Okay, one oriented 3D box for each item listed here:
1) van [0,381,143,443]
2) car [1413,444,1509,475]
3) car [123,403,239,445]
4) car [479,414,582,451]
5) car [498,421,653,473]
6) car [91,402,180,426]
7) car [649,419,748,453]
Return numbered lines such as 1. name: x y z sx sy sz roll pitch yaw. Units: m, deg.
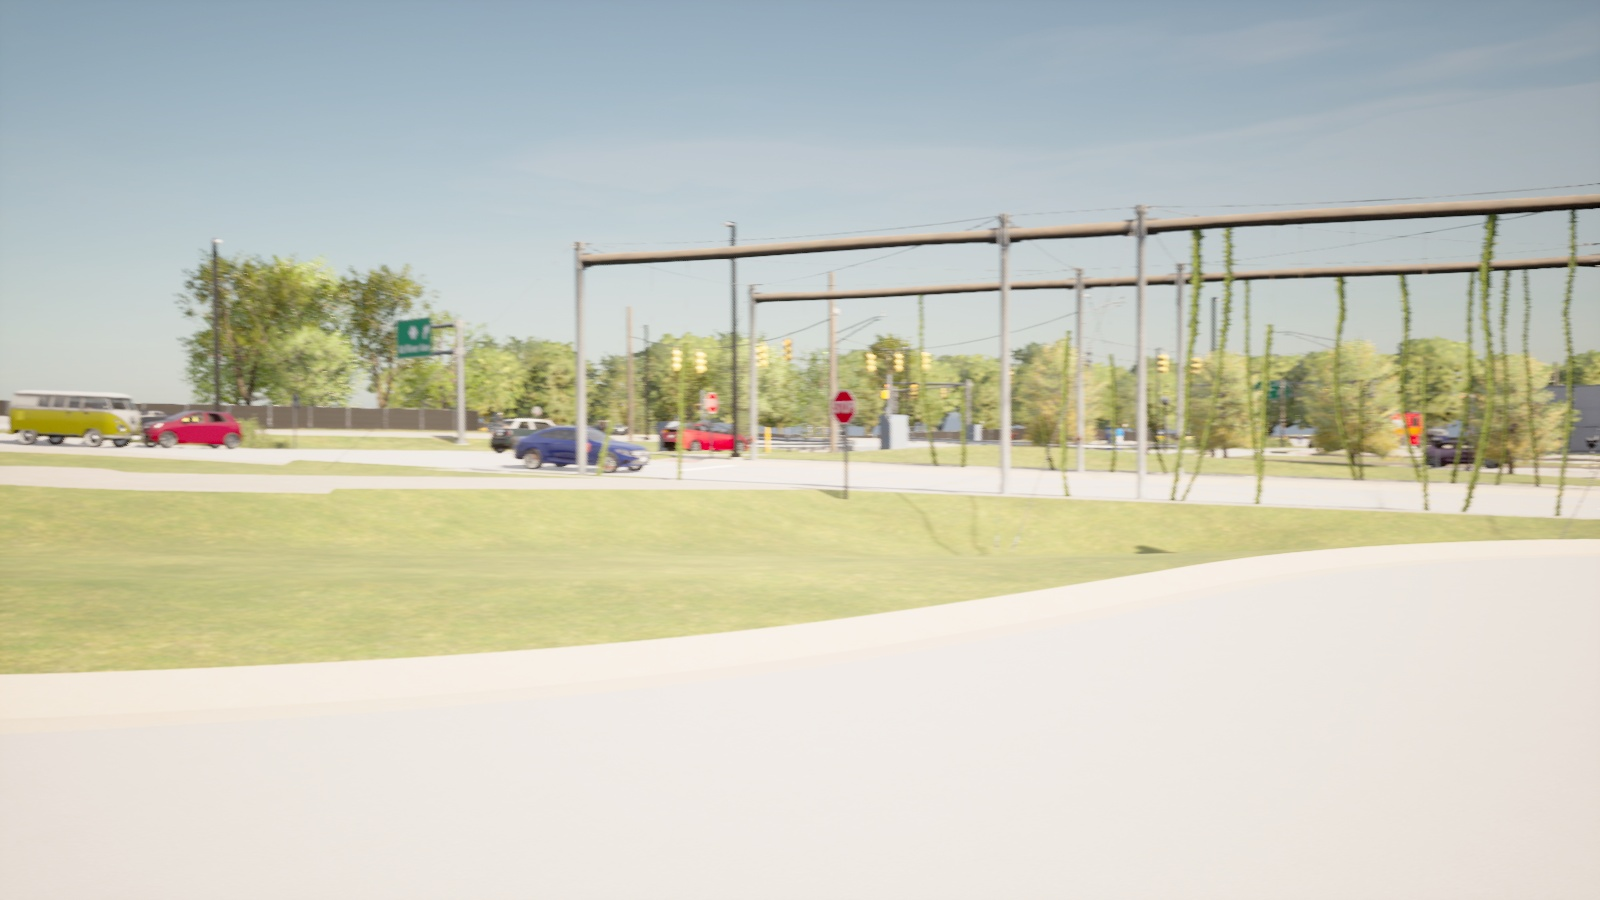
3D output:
1. van: -26.218 -1.361 44.967 4.442 1.987 1.775 3 0 6
2. car: 35.238 0.482 67.009 4.193 1.474 1.816 2 2 42
3. car: -24.296 -1.018 49.352 1.845 1.501 3.633 2 0 40
4. car: -11.498 -0.753 53.610 3.806 1.475 1.970 1 0 -42
5. car: -7.308 -0.138 40.788 4.674 1.442 1.812 3 2 22
6. car: -44.735 -2.393 84.587 4.902 1.511 2.128 0 1 -44
7. car: -4.819 -0.660 60.104 2.007 1.525 4.514 2 0 45
